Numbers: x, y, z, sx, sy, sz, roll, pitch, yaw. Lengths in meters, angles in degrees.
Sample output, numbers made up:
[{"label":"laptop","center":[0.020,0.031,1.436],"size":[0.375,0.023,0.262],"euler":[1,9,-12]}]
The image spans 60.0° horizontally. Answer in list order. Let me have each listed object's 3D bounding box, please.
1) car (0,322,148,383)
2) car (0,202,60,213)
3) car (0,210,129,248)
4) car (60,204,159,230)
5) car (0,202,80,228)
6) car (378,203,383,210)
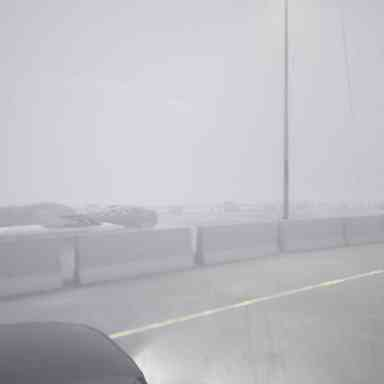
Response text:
[{"label":"car","center":[-2.271,1.556,2.025],"size":[4.181,1.385,1.994],"euler":[0,0,-36]},{"label":"car","center":[-10.147,1.497,18.134],"size":[5.357,1.411,2.033],"euler":[0,0,-35]},{"label":"car","center":[-5.161,1.567,13.058],"size":[4.718,1.301,1.895],"euler":[0,0,-34]},{"label":"car","center":[-4.164,1.450,17.874],"size":[4.902,1.511,2.128],"euler":[0,0,-33]},{"label":"car","center":[-10.261,1.446,22.240],"size":[4.892,1.490,1.837],"euler":[0,0,-33]},{"label":"car","center":[25.342,1.505,40.555],"size":[5.357,1.411,2.033],"euler":[0,0,-21]}]
